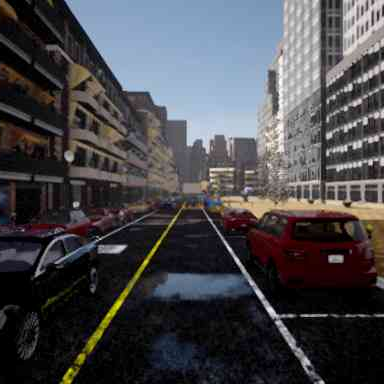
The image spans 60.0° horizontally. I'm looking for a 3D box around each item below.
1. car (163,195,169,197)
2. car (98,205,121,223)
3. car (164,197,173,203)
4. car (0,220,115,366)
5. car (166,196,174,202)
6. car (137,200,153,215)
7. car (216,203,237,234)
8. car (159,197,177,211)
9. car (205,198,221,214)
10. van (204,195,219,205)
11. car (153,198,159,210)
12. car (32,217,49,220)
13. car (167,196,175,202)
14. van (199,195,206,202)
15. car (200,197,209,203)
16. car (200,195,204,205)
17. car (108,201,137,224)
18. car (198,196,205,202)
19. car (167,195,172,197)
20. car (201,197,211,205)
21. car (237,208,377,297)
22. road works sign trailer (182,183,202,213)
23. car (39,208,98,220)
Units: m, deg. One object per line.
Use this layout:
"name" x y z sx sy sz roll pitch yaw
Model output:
"car" -5.675 1.746 58.339 1.887 1.381 4.507 0 0 0
"car" -5.688 1.643 19.653 1.802 1.307 4.206 0 0 0
"car" -5.666 1.847 80.446 2.008 1.369 4.403 0 0 0
"car" -3.071 1.510 5.932 2.128 1.511 4.902 0 0 0
"car" -5.665 1.873 85.973 2.008 1.369 4.403 0 0 0
"car" -5.682 1.640 36.063 1.752 1.417 4.829 0 0 0
"car" 2.692 1.604 19.650 1.887 1.381 4.507 0 0 0
"car" -3.067 1.706 43.651 1.994 1.385 4.181 0 0 0
"car" 2.698 1.640 36.400 1.752 1.417 4.829 0 0 0
"van" 2.699 1.475 41.756 1.690 1.788 3.998 0 0 0
"car" -5.680 1.680 41.759 1.887 1.381 4.507 0 0 0
"car" -5.692 1.571 8.599 1.887 1.381 4.507 0 0 0
"car" -5.663 1.789 91.498 1.967 1.590 4.097 0 0 0
"van" 2.714 1.662 85.970 1.690 1.788 3.998 0 0 0
"car" 2.711 1.853 74.915 1.802 1.307 4.206 0 0 0
"car" 2.705 1.640 58.336 1.967 1.590 4.097 0 0 0
"car" -5.687 1.518 25.180 1.967 1.590 4.097 0 0 0
"car" 2.717 1.874 91.665 1.752 1.417 4.829 0 0 0
"car" -5.671 1.772 69.223 1.752 1.417 4.829 0 0 0
"car" 2.707 1.749 64.033 1.752 1.417 4.829 0 0 0
"car" 2.687 1.340 8.597 2.192 1.841 5.009 0 0 0
"road works sign trailer" 0.013 0.591 39.758 2.380 3.560 2.880 0 0 0
"car" -5.691 1.484 14.127 1.967 1.590 4.097 0 0 0
